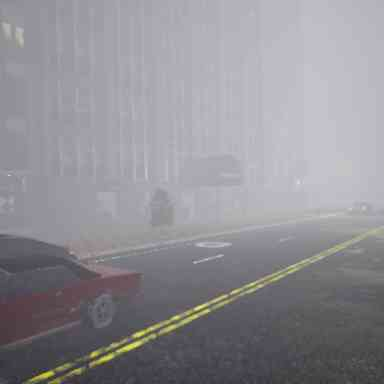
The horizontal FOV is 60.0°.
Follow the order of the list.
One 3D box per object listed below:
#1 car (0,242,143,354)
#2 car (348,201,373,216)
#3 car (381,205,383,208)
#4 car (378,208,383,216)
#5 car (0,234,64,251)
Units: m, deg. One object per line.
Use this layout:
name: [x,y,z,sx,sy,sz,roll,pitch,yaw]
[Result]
car: [-3.121,1.786,5.383,1.895,1.301,4.718,-2,-2,38]
car: [20.656,1.921,40.705,2.097,1.767,4.553,-2,-2,39]
car: [22.818,2.024,38.203,2.033,1.411,5.357,-2,-2,38]
car: [13.323,1.798,20.641,2.033,1.411,5.357,-2,-2,38]
car: [-5.125,1.806,8.089,1.812,1.442,4.674,-2,-2,38]
